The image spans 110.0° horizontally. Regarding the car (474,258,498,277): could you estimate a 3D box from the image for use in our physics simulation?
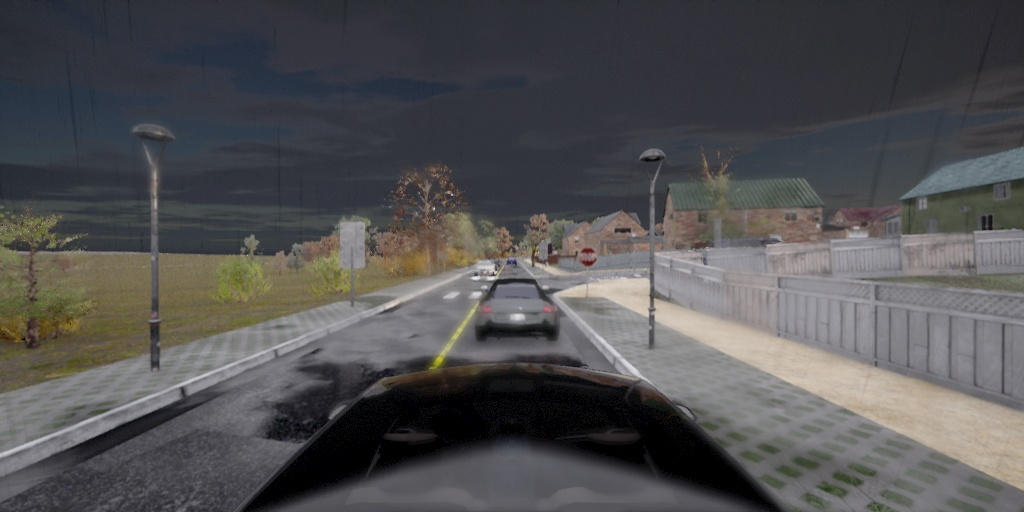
[{"bbox_3d":[-2.624,1.151,34.136,1.812,1.442,4.674,0,0,-6],"label":"car"}]

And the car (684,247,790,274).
[{"bbox_3d":[14.283,0.316,23.168,5.357,1.411,2.033,-3,0,14],"label":"car"}]

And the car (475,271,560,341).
[{"bbox_3d":[0.096,1.281,9.727,1.994,1.385,4.181,0,0,-1],"label":"car"}]

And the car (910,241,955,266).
[{"bbox_3d":[23.914,-0.214,20.695,4.181,1.385,1.994,-3,0,15],"label":"car"}]

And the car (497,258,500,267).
[{"bbox_3d":[-2.880,1.092,45.772,1.837,1.490,4.892,0,0,0],"label":"car"}]

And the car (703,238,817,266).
[{"bbox_3d":[14.112,-0.009,20.332,5.566,2.045,2.150,-3,0,16],"label":"car"}]
